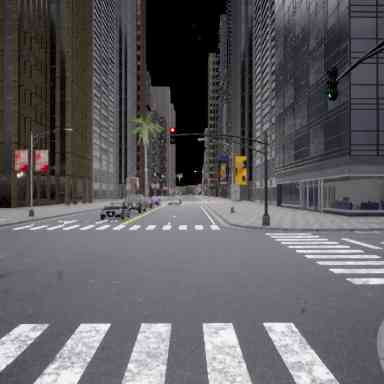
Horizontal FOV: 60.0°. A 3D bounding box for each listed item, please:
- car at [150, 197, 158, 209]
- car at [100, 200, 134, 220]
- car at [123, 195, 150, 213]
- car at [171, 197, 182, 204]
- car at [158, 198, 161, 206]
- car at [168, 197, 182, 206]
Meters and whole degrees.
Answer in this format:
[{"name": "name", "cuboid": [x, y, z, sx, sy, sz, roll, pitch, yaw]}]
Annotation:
[{"name": "car", "cuboid": [-6.652, 1.484, 48.388, 2.097, 1.767, 4.553, 0, 0, 0]}, {"name": "car", "cuboid": [-6.634, 1.628, 29.136, 1.994, 1.385, 4.181, 0, 0, 0]}, {"name": "car", "cuboid": [-6.647, 1.315, 38.460, 2.150, 2.045, 5.566, 0, 0, 0]}, {"name": "car", "cuboid": [-3.238, 1.790, 69.702, 1.994, 1.385, 4.181, 0, 0, 0]}, {"name": "car", "cuboid": [-6.621, 1.653, 58.528, 1.882, 1.535, 5.008, 0, 0, 0]}, {"name": "car", "cuboid": [-3.226, 1.782, 59.806, 1.895, 1.301, 4.718, 0, 0, 0]}]
